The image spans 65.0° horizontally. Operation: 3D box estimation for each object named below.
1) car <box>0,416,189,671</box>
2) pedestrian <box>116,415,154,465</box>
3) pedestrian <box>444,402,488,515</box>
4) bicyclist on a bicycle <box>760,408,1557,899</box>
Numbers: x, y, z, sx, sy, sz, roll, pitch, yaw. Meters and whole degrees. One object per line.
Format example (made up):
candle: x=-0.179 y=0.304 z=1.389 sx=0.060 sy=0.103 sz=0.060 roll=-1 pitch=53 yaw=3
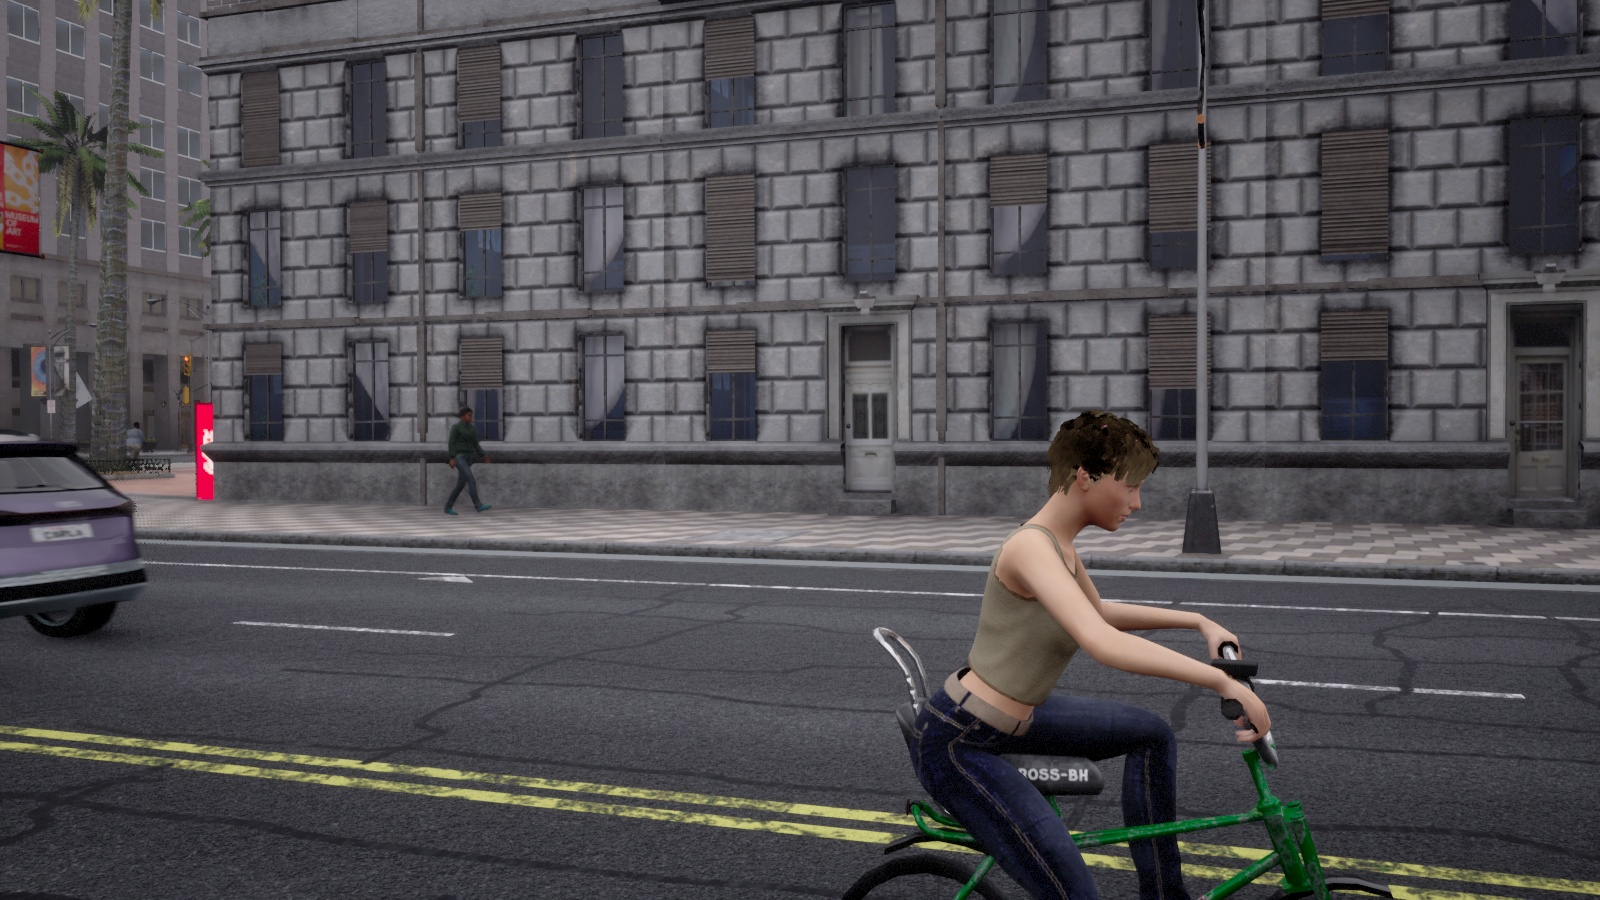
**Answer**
car: x=-7.292 y=0.579 z=9.409 sx=4.856 sy=1.649 sz=2.033 roll=1 pitch=1 yaw=19
pedestrian: x=-25.162 y=-0.372 z=47.539 sx=0.874 sy=1.855 sz=0.900 roll=0 pitch=1 yaw=11
pedestrian: x=-5.538 y=0.129 z=20.802 sx=0.614 sy=1.847 sz=0.353 roll=1 pitch=1 yaw=23
bicyclist on a bicycle: x=0.767 y=0.719 z=2.902 sx=1.509 sy=1.612 sz=0.866 roll=1 pitch=1 yaw=18
